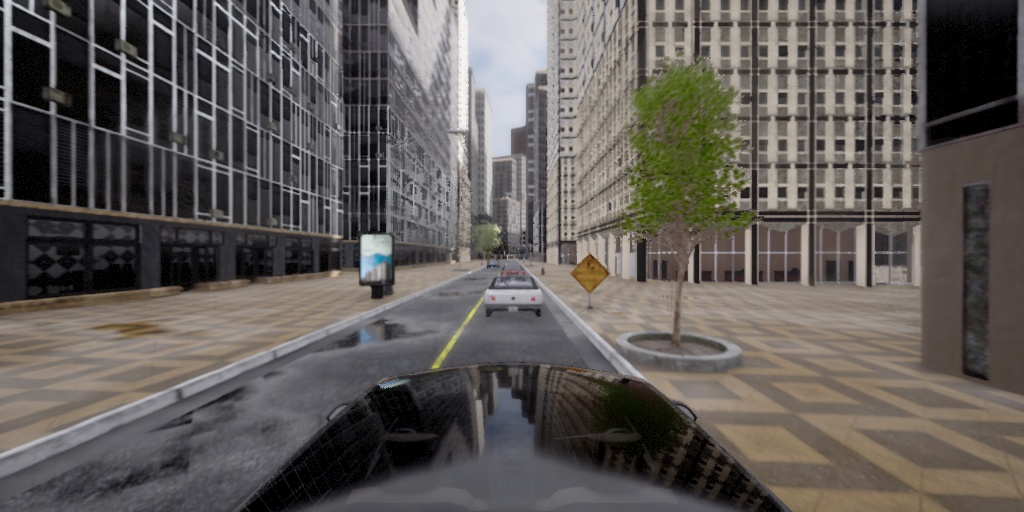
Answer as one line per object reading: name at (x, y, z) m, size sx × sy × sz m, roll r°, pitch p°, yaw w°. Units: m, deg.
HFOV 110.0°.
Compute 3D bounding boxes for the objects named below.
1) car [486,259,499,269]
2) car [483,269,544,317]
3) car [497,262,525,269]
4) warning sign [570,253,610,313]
car at (-2.814, 1.215, 53.893) m, size 2.033 × 1.411 × 5.357 m, roll 0°, pitch 0°, yaw 0°
car at (0.065, 1.329, 13.129) m, size 1.895 × 1.301 × 4.718 m, roll 0°, pitch 0°, yaw 0°
car at (0.065, 1.303, 28.133) m, size 1.895 × 1.301 × 4.718 m, roll 0°, pitch 0°, yaw 0°
warning sign at (2.518, 0.846, 11.618) m, size 1.300 × 1.860 × 1.060 m, roll 0°, pitch 0°, yaw 0°
